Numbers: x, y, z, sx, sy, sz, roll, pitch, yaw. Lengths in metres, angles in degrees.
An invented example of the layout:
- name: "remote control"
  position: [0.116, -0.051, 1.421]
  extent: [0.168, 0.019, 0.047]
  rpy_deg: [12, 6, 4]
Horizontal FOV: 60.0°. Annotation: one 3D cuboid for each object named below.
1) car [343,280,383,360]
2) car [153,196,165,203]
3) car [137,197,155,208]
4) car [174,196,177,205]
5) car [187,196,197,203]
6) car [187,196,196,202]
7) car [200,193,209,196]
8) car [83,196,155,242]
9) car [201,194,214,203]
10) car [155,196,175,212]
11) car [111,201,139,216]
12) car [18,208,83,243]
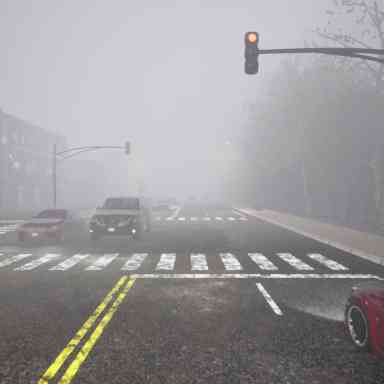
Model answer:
- name: "car"
  position: [3.346, 1.563, 3.502]
  extent: [1.994, 1.385, 4.181]
  rpy_deg: [0, 0, 0]
- name: "car"
  position: [-6.633, 1.500, 66.914]
  extent: [1.812, 1.442, 4.674]
  rpy_deg: [0, 0, 0]
- name: "car"
  position: [-6.686, 1.460, 48.984]
  extent: [1.882, 1.535, 5.008]
  rpy_deg: [0, 0, 0]
- name: "car"
  position: [-3.445, 1.471, 56.154]
  extent: [2.128, 1.511, 4.902]
  rpy_deg: [0, 0, 0]
- name: "car"
  position: [-0.021, 1.452, 66.960]
  extent: [1.882, 1.535, 5.008]
  rpy_deg: [0, 0, 0]
- name: "car"
  position: [-0.140, 1.564, 77.243]
  extent: [1.895, 1.301, 4.718]
  rpy_deg: [0, 0, 0]
- name: "car"
  position: [3.113, 1.194, 76.267]
  extent: [2.150, 2.045, 5.566]
  rpy_deg: [0, 0, 0]
- name: "car"
  position: [-3.381, 1.217, 16.691]
  extent: [2.150, 2.045, 5.566]
  rpy_deg: [0, 0, 0]
- name: "car"
  position: [3.226, 1.576, 66.084]
  extent: [1.895, 1.301, 4.718]
  rpy_deg: [0, 0, 0]
- name: "car"
  position: [-3.420, 1.534, 38.986]
  extent: [2.033, 1.411, 5.357]
  rpy_deg: [0, 0, 0]
- name: "car"
  position: [-6.663, 1.590, 33.750]
  extent: [1.895, 1.301, 4.718]
  rpy_deg: [0, 0, 0]
- name: "car"
  position: [-6.623, 1.522, 16.297]
  extent: [1.812, 1.442, 4.674]
  rpy_deg: [0, 0, 0]
